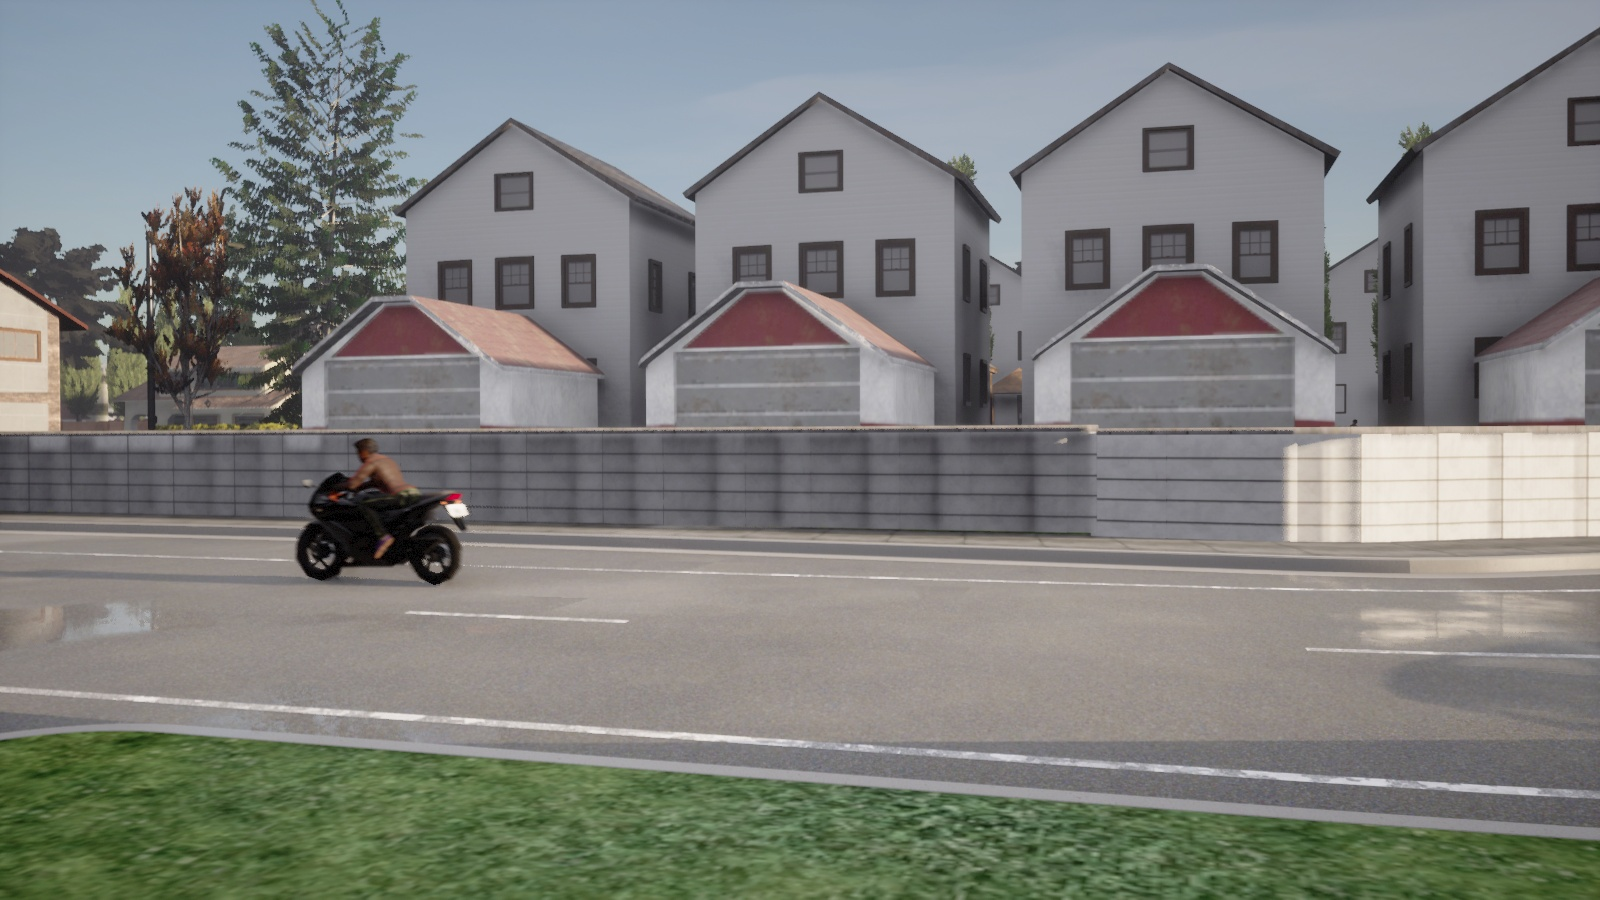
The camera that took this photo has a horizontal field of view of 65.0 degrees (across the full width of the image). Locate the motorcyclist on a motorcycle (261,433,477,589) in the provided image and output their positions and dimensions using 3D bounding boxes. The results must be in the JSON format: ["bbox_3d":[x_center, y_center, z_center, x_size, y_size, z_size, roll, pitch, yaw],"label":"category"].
[{"bbox_3d":[-4.470,0.594,13.053,2.044,1.523,0.797,0,1,17],"label":"motorcyclist on a motorcycle"}]
